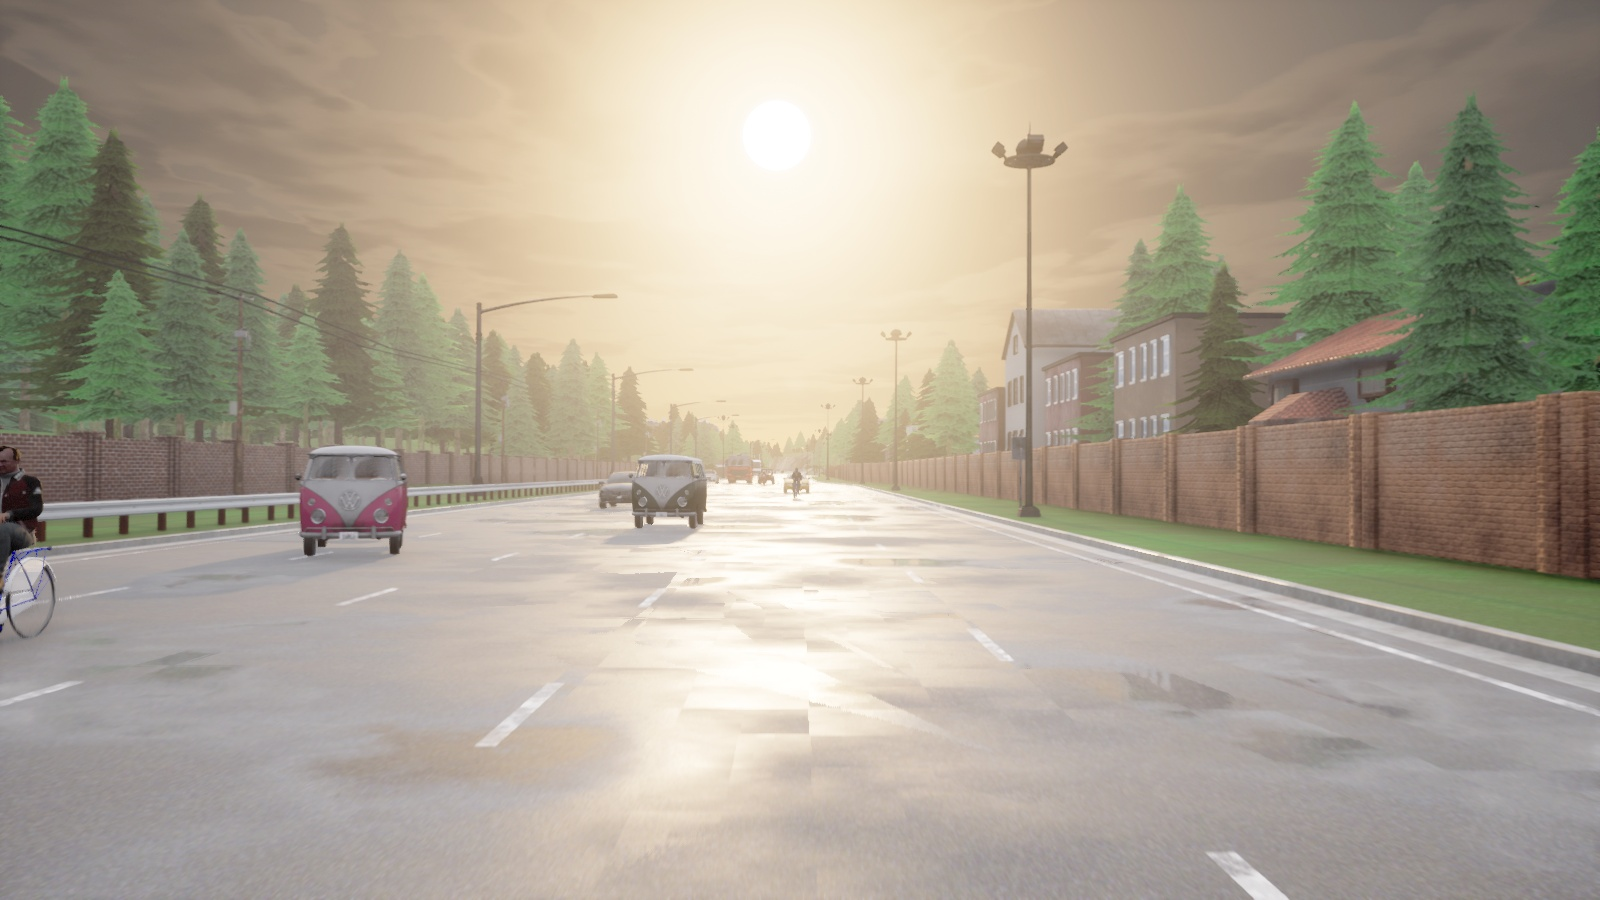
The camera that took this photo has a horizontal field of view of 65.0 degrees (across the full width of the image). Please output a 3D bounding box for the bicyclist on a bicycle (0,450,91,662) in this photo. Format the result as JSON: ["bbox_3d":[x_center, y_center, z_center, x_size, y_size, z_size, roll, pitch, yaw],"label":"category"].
[{"bbox_3d":[-7.028,0.896,10.934,0.659,1.776,1.843,0,-1,0],"label":"bicyclist on a bicycle"}]

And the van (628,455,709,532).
[{"bbox_3d":[-3.588,1.166,34.925,1.775,1.987,4.442,0,-1,0],"label":"van"}]

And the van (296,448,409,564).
[{"bbox_3d":[-8.401,1.001,23.891,1.775,1.987,4.442,0,-1,-16],"label":"van"}]

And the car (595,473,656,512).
[{"bbox_3d":[-7.128,1.715,51.792,1.837,1.490,4.892,0,-1,0],"label":"car"}]

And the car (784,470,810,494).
[{"bbox_3d":[-0.219,2.237,88.533,1.801,1.575,5.366,0,-1,0],"label":"car"}]
